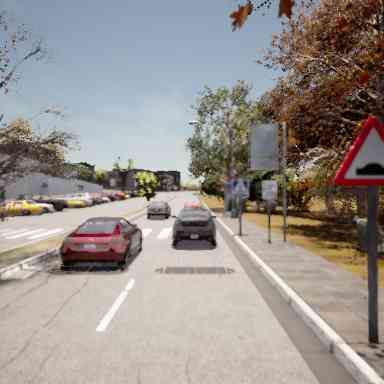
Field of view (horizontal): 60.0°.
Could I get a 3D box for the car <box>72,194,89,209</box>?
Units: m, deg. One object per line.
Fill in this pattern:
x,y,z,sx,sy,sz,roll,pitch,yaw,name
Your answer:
-16.660,1.442,43.526,5.366,1.575,1.946,-1,0,-20,car

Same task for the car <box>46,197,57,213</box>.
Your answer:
-16.842,1.529,34.452,4.674,1.452,2.002,-1,0,-20,car

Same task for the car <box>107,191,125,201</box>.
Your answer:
-16.790,1.168,67.493,4.792,1.488,2.163,-1,1,-20,car

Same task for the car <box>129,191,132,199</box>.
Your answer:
-16.639,1.042,73.547,5.366,1.575,1.946,-1,1,-20,car

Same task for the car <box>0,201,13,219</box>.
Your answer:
-16.817,1.527,25.456,4.792,1.488,2.163,-1,0,-20,car

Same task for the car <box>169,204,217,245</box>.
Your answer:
0.100,1.508,15.547,1.837,1.490,4.892,0,0,0,car

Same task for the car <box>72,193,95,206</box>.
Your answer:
-16.858,1.173,46.451,5.566,2.045,2.435,-1,1,-20,car

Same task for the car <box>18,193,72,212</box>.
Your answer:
-16.813,1.232,37.471,5.566,2.045,2.435,-1,0,-20,car

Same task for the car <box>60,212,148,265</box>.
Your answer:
-2.901,1.548,11.464,1.994,1.385,4.181,0,-1,0,car

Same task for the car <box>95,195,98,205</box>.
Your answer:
-16.854,1.424,49.453,4.792,1.488,2.163,-1,1,-20,car

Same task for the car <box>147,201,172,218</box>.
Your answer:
-2.900,1.553,29.772,2.033,1.411,5.357,0,0,0,car

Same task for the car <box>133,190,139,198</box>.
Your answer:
-16.835,0.680,82.461,5.566,2.045,2.435,-1,1,-20,car

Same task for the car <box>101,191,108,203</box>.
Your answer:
-16.856,1.197,55.465,4.553,1.767,2.185,-1,1,-20,car

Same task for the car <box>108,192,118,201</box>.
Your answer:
-16.813,1.234,61.477,5.008,1.535,2.097,-1,1,-20,car

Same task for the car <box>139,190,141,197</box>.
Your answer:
-16.774,0.738,88.489,4.553,1.767,2.185,-1,1,-20,car

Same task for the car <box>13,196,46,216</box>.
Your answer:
-17.011,1.495,31.379,5.366,1.575,1.946,-1,0,-20,car

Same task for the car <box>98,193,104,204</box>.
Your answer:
-16.829,1.404,52.478,4.674,1.452,2.002,-1,0,-20,car

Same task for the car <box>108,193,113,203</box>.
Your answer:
-16.825,1.320,58.477,4.674,1.452,2.002,-1,1,-20,car

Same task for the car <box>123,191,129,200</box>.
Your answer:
-16.794,0.842,70.492,5.566,2.045,2.435,-1,1,-20,car

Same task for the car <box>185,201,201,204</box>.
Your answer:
0.100,1.601,33.493,1.895,1.301,4.718,0,0,0,car
